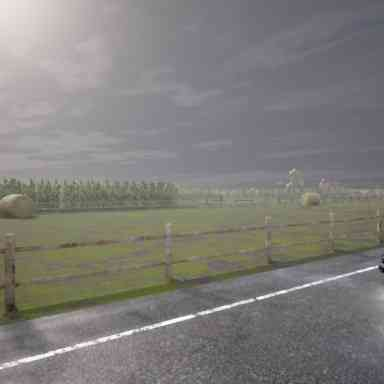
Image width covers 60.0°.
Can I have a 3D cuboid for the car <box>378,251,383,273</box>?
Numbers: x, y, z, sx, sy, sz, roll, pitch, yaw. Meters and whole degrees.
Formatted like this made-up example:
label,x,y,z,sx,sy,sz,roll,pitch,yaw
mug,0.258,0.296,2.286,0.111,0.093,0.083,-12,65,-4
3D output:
label,x,y,z,sx,sy,sz,roll,pitch,yaw
car,7.282,1.545,9.184,5.357,1.411,2.033,0,0,-36
